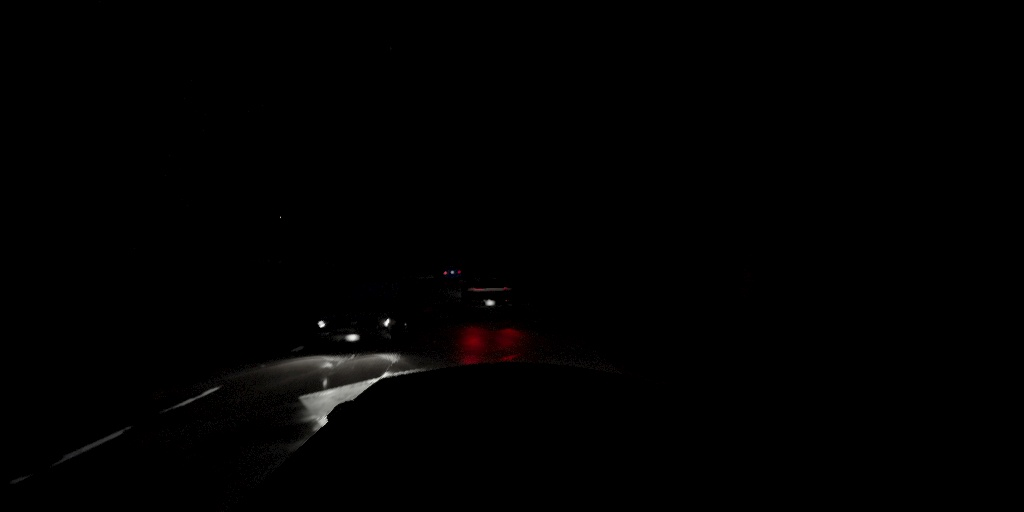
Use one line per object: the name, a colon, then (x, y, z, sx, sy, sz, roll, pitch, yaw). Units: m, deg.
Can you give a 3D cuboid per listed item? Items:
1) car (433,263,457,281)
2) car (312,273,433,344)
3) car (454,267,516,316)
car: (-5.925, 1.388, 32.455, 2.033, 1.411, 5.357, -4, 2, -21)
car: (-3.682, 1.374, 10.289, 2.033, 1.411, 5.357, 0, 0, -6)
car: (-1.016, 1.303, 13.849, 2.128, 1.511, 4.902, -1, 0, -8)
